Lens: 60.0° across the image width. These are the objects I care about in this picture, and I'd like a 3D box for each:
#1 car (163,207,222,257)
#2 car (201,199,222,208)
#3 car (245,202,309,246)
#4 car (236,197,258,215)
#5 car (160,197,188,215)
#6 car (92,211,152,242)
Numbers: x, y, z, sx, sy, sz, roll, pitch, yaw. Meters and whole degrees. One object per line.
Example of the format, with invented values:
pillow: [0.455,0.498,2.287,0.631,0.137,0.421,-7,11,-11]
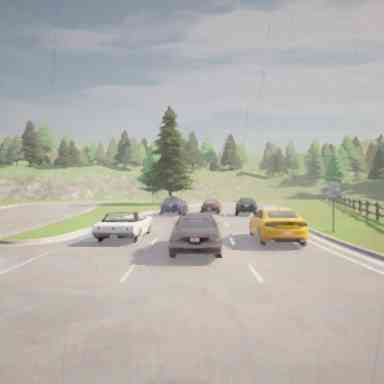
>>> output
car: [0.184,1.525,12.803,2.033,1.411,5.357,0,0,2]
car: [2.032,1.465,34.088,1.812,1.442,4.674,0,0,9]
car: [3.812,1.450,15.254,1.882,1.535,5.008,0,0,3]
car: [5.382,1.293,32.790,2.097,1.767,4.553,0,0,9]
car: [-1.680,1.294,32.790,2.097,1.767,4.553,0,0,9]
car: [-3.158,1.573,16.105,1.895,1.301,4.718,0,0,3]
